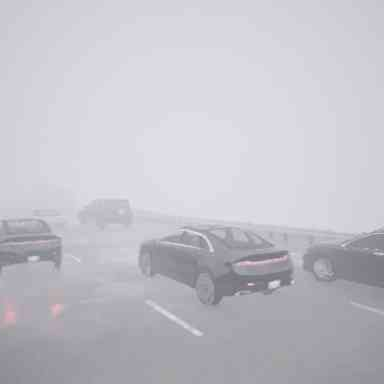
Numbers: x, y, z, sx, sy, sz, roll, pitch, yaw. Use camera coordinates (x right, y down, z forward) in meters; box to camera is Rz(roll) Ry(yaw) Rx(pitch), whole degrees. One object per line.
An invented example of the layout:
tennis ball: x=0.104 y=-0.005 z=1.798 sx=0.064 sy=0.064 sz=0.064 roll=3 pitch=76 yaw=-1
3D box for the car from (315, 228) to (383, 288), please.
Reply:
car: x=4.867 y=1.566 z=7.688 sx=1.837 sy=1.490 sz=4.892 roll=0 pitch=-1 yaw=-32

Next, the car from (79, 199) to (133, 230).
car: x=-6.210 y=1.495 z=23.763 sx=2.150 sy=2.045 sz=5.566 roll=0 pitch=-1 yaw=-37

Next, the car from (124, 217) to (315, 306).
car: x=0.277 y=1.579 z=8.413 sx=2.128 sy=1.511 sz=4.902 roll=0 pitch=-1 yaw=-33

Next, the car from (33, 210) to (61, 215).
car: x=-10.476 y=1.889 z=23.543 sx=1.895 sy=1.301 sz=4.718 roll=0 pitch=-1 yaw=-38

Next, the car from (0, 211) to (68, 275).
car: x=-5.699 y=1.632 z=11.108 sx=2.128 sy=1.511 sz=4.902 roll=0 pitch=-1 yaw=-34
